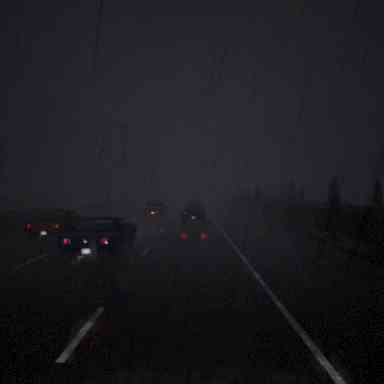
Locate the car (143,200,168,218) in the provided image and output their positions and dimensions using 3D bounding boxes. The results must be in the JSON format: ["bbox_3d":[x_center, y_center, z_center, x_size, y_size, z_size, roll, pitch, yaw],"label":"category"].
[{"bbox_3d":[-3.341,1.529,31.005,1.837,1.490,4.892,0,0,1],"label":"car"}]

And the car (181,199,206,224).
[{"bbox_3d":[0.112,1.545,24.819,1.812,1.442,4.674,0,0,0],"label":"car"}]

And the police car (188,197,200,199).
[{"bbox_3d":[0.418,1.458,43.129,1.930,1.638,5.238,0,0,1],"label":"police car"}]

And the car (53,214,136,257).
[{"bbox_3d":[-3.400,1.611,12.922,1.895,1.301,4.718,0,0,0],"label":"car"}]

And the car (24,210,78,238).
[{"bbox_3d":[-6.899,1.615,17.688,1.895,1.301,4.718,0,0,0],"label":"car"}]
